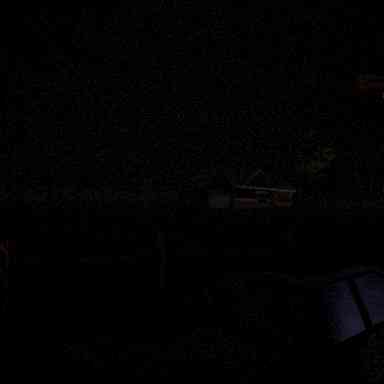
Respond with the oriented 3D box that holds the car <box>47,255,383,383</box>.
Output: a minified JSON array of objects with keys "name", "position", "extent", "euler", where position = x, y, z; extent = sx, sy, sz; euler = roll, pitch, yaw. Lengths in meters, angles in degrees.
[{"name":"car","position":[1.206,1.553,3.921],"extent":[5.357,1.411,2.033],"euler":[0,0,-35]}]
